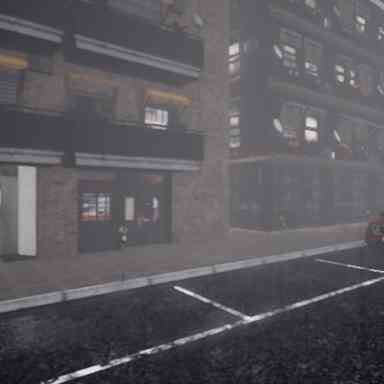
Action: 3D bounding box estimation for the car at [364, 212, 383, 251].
[{"bbox_3d":[8.683,1.298,12.748,5.009,1.841,2.192,0,0,-35],"label":"car"}]
